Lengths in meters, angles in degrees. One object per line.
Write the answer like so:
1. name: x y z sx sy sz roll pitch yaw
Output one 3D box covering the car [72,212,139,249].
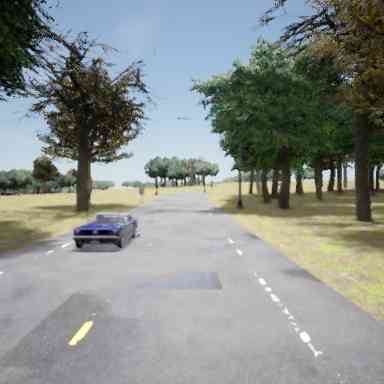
1. car: -3.603 1.561 14.611 1.895 1.301 4.718 0 0 0
